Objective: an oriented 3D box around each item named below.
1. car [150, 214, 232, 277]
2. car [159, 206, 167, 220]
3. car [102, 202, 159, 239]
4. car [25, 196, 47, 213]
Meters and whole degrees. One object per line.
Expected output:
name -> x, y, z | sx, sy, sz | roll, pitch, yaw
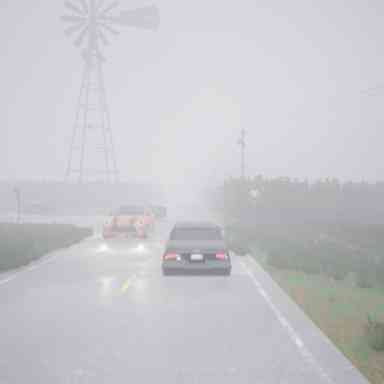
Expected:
car -> 0.110, 1.584, 10.341 | 2.033, 1.411, 5.357 | 0, 0, 0
car -> -4.289, 1.555, 27.260 | 4.902, 1.511, 2.128 | 1, -1, 36
car -> -3.189, 1.425, 17.521 | 2.097, 1.767, 4.553 | 0, 0, 0
car -> -17.199, 1.345, 36.503 | 1.905, 1.878, 3.866 | 0, 0, -31
